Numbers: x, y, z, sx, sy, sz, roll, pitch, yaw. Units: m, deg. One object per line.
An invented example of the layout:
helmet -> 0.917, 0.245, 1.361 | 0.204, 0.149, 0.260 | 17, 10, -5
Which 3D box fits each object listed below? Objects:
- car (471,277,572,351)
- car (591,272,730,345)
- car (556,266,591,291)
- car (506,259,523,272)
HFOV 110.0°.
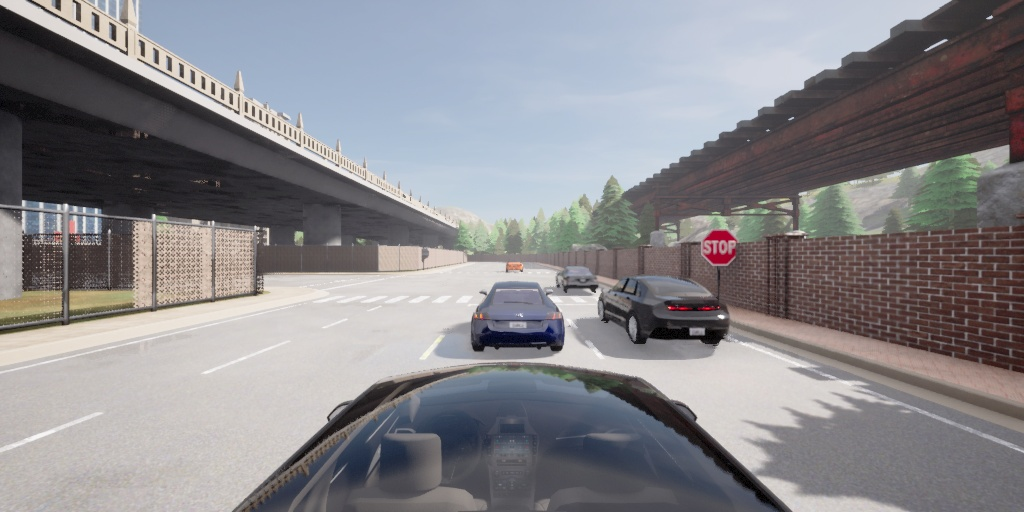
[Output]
car -> 0.116, 1.315, 8.991 | 1.994, 1.385, 4.181 | 0, 0, 0
car -> 3.618, 1.253, 9.419 | 1.837, 1.490, 4.892 | 0, -1, 0
car -> 3.702, 1.299, 21.050 | 2.033, 1.411, 5.357 | 0, 0, 1
car -> 0.270, 1.107, 45.211 | 2.097, 1.767, 4.553 | 0, 0, 0
